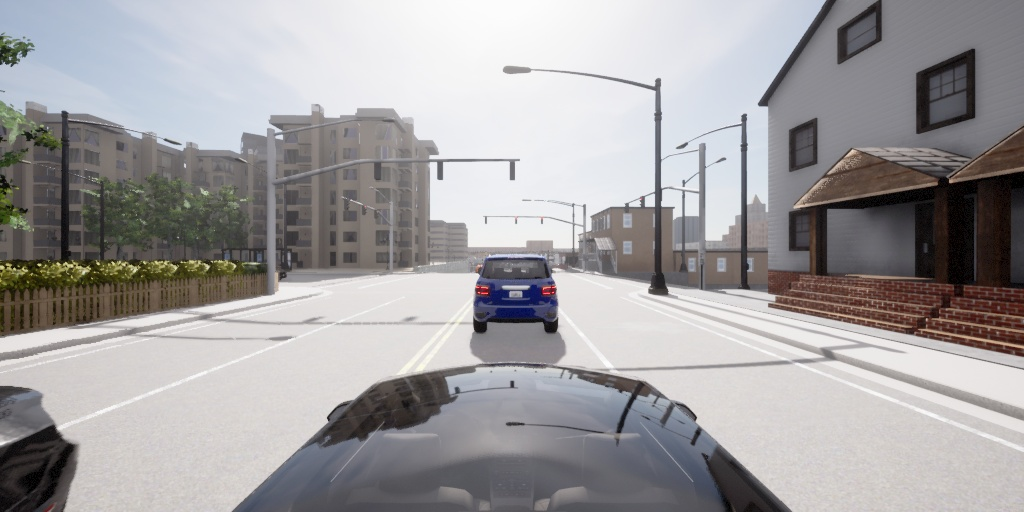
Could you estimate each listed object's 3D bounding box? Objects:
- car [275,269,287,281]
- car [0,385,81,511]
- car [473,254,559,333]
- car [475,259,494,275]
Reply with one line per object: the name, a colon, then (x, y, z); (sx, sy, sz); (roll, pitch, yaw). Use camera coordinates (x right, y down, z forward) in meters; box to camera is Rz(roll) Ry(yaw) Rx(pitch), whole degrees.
car: (-20.339, 1.255, 28.125); (4.892, 1.490, 1.837); (0, 0, 1)
car: (-3.597, 1.255, 0.103); (1.837, 1.490, 4.892); (0, 0, 0)
car: (0.103, 0.971, 10.918); (2.150, 2.045, 5.566); (0, 0, 0)
car: (-3.549, 1.506, 46.939); (2.097, 1.767, 4.553); (1, -5, 0)
